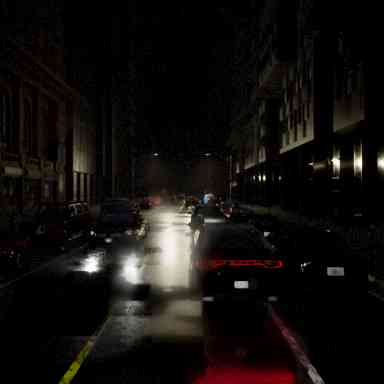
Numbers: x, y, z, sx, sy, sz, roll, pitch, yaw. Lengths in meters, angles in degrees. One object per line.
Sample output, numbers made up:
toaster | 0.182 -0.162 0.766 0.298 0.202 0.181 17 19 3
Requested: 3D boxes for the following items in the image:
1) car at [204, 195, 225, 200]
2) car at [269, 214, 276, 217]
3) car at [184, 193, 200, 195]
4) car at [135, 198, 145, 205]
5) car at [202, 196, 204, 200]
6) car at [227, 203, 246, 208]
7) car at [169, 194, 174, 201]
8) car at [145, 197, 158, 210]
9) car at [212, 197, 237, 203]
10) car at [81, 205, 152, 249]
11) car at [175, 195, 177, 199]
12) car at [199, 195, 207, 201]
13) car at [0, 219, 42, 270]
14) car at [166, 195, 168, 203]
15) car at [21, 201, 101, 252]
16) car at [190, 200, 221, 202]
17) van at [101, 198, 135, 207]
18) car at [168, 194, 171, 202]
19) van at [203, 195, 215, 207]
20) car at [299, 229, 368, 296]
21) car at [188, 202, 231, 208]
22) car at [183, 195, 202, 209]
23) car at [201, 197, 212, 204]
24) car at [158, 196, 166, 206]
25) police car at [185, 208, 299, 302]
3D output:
car | 2.761 1.320 36.488 2.192 1.841 5.009 0 0 0
car | 2.763 1.565 14.080 1.947 1.339 4.313 0 0 0
car | -0.008 1.243 65.226 2.150 2.045 5.566 0 0 0
car | -5.764 1.529 30.701 1.752 1.417 4.829 0 0 0
car | 2.759 1.536 47.862 1.752 1.417 4.829 0 0 0
car | 2.762 1.551 19.682 2.008 1.369 4.403 0 0 0
car | -5.769 1.579 75.685 2.008 1.369 4.403 0 0 0
car | -5.765 1.448 42.075 1.967 1.590 4.097 0 0 0
car | 2.762 1.441 25.285 1.967 1.590 4.097 0 0 0
car | -3.089 1.525 14.607 1.812 1.442 4.674 0 0 0
car | -5.770 1.582 86.889 1.887 1.381 4.507 0 0 0
car | 2.755 1.581 86.907 1.887 1.381 4.507 0 0 0
car | -5.761 1.581 8.464 1.802 1.307 4.206 0 0 0
car | -5.767 1.599 58.880 1.802 1.307 4.206 0 0 0
car | -5.761 1.314 14.066 2.192 1.841 5.009 0 0 0
car | 0.897 1.527 24.329 1.812 1.442 4.674 0 0 0
van | -5.763 1.342 25.269 1.690 1.788 3.998 0 0 0
car | -5.768 1.586 64.482 1.947 1.339 4.313 0 0 0
van | 2.759 1.355 53.295 1.690 1.788 3.998 0 0 0
car | 2.764 1.565 8.478 1.947 1.339 4.313 0 0 0
car | 0.838 1.505 18.329 1.837 1.490 4.892 0 0 0
car | 0.026 1.515 46.205 1.837 1.490 4.892 0 0 0
car | 2.757 1.602 64.499 1.802 1.307 4.206 0 0 0
car | -5.766 1.454 53.278 1.967 1.590 4.097 0 0 0
police car | 0.858 1.425 8.436 1.930 1.638 5.238 0 0 0
